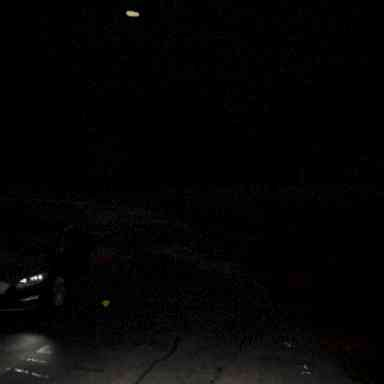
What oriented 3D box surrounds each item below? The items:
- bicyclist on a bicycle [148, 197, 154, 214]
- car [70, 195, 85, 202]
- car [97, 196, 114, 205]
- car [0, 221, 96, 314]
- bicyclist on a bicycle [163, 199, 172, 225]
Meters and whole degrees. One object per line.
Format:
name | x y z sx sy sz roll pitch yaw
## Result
bicyclist on a bicycle | -3.864 1.337 31.285 0.582 1.620 1.656 -1 0 -16
car | -23.920 1.334 69.539 1.812 1.442 4.674 -1 1 -38
car | -14.231 1.395 54.597 2.033 1.411 5.357 -1 1 -28
car | -3.579 1.504 7.839 2.128 1.511 4.902 0 0 -5
bicyclist on a bicycle | -1.592 1.322 22.033 0.582 1.620 1.656 -1 0 -12
